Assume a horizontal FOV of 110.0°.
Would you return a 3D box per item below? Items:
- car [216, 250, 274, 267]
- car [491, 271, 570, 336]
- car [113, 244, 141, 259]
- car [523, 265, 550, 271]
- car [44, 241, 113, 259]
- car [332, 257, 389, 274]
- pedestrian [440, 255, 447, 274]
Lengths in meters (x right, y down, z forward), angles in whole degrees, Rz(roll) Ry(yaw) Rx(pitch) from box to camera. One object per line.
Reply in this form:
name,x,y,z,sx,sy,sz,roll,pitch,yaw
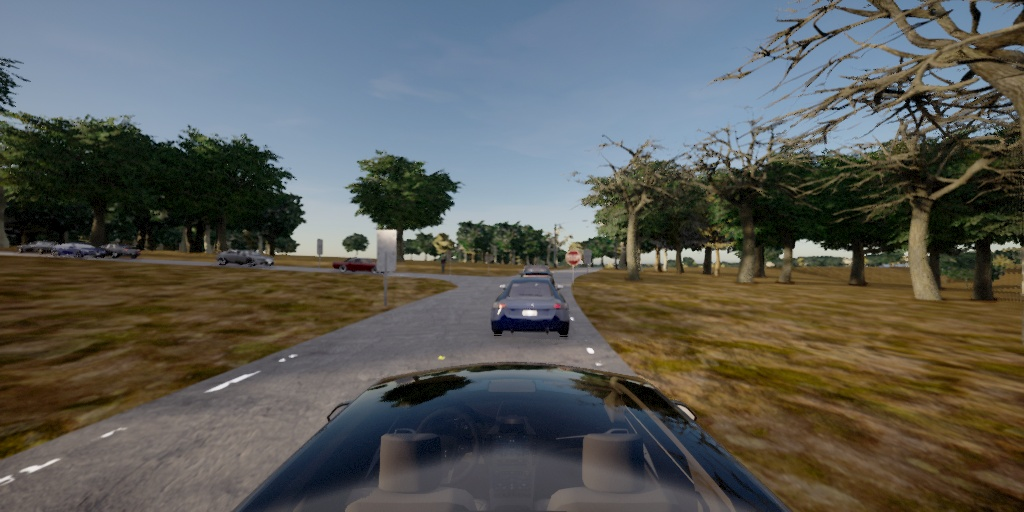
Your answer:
car,-23.816,0.205,32.074,4.902,1.511,2.128,3,-1,9
car,0.563,1.311,10.419,1.994,1.385,4.181,0,0,4
car,-42.282,-0.533,38.167,4.902,1.511,2.128,2,-1,9
car,1.401,1.252,20.736,2.128,1.511,4.902,0,0,3
car,-42.314,-0.553,35.046,4.674,1.442,1.812,2,-1,9
car,-12.496,0.801,30.296,4.718,1.301,1.895,2,-1,8
pedestrian,-6.880,0.835,35.837,0.375,1.860,0.375,0,-4,9
